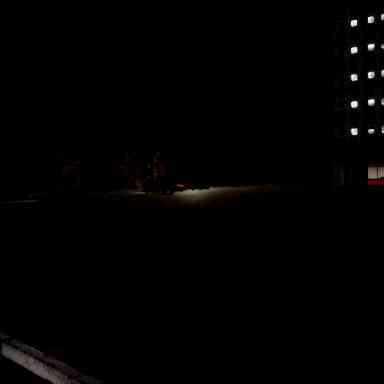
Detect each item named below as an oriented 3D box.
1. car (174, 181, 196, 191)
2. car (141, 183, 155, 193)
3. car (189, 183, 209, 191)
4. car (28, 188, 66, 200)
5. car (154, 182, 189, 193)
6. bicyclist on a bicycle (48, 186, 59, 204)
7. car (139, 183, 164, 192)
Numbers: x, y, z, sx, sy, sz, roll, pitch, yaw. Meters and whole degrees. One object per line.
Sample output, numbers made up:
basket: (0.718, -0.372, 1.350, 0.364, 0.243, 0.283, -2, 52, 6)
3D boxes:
car: (-1.339, -1.200, 63.743, 2.097, 1.767, 4.553, 0, 2, 29)
car: (-6.020, -0.584, 55.419, 2.033, 1.411, 5.357, 0, 2, 30)
car: (1.537, -0.965, 62.228, 1.895, 1.301, 4.718, 0, 2, 29)
car: (-18.177, 0.206, 41.897, 1.812, 1.442, 4.674, 0, 3, 32)
car: (-3.241, -0.592, 53.731, 2.033, 1.411, 5.357, 0, 2, 30)
bicyclist on a bicycle: (-12.661, 0.252, 30.264, 1.656, 1.620, 0.582, -1, 2, 33)
car: (-7.240, -0.759, 59.919, 1.837, 1.490, 4.892, 0, 2, 30)
